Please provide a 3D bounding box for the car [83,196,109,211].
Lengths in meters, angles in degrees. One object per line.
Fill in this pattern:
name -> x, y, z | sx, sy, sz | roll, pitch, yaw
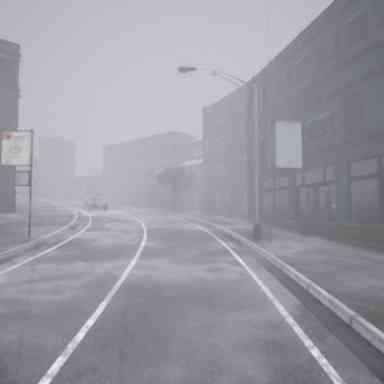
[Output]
car -> -10.137, 1.180, 34.914 | 1.837, 1.490, 4.892 | 2, 0, -30
